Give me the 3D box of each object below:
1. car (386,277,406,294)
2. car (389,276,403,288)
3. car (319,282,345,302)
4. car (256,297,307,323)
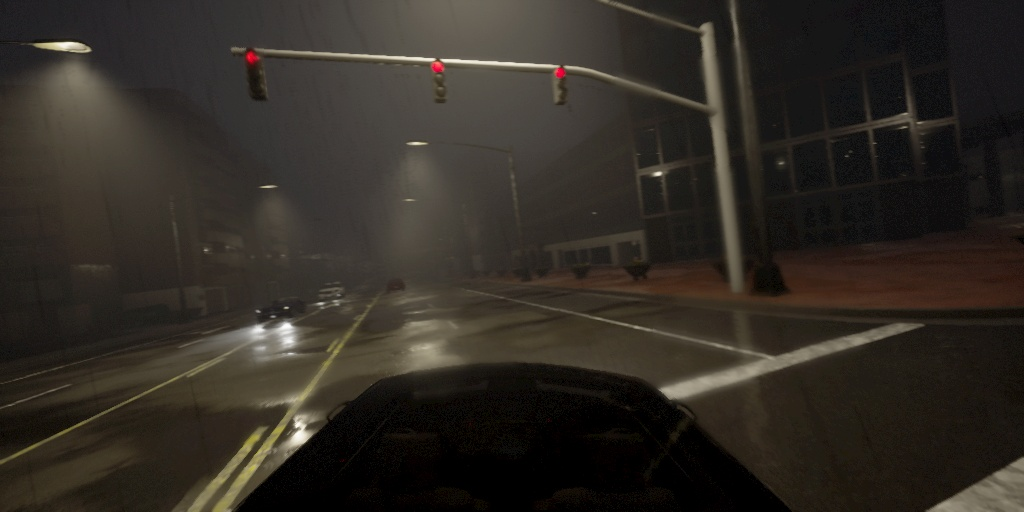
[{"bbox_3d":[-13.047,3.261,40.312,1.882,1.535,5.008,-7,-1,-18],"label":"car"},{"bbox_3d":[-18.493,4.164,57.129,1.882,1.535,5.008,-7,-1,-18],"label":"car"},{"bbox_3d":[-20.918,4.136,41.812,2.150,2.045,5.566,-7,-1,-18],"label":"car"},{"bbox_3d":[-15.080,3.438,23.639,1.895,1.301,4.718,-7,-1,-18],"label":"car"}]
